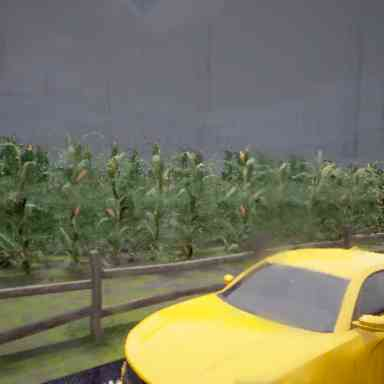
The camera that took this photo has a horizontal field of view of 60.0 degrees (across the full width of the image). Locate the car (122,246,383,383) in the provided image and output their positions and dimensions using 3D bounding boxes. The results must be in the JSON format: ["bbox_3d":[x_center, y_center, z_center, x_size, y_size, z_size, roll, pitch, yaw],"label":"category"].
[{"bbox_3d":[1.601,1.512,4.126,5.008,1.535,1.882,0,-1,-36],"label":"car"}]
